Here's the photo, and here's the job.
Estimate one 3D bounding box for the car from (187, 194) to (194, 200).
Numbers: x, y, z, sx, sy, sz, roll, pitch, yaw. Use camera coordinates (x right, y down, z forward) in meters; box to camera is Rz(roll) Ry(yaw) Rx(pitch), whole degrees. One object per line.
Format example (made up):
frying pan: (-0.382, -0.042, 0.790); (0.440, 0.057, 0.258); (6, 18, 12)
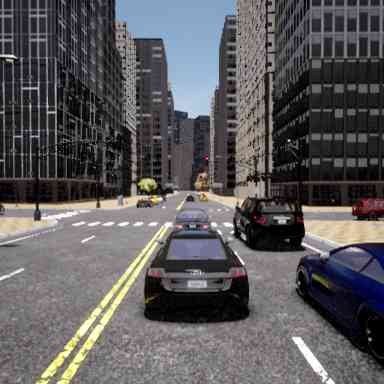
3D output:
car: (-0.420, 1.423, 89.462); (1.882, 1.535, 5.008); (0, 0, 0)

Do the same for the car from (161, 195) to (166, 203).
car: (-6.842, 1.496, 66.545); (1.812, 1.442, 4.674); (0, 0, 0)

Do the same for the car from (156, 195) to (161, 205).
car: (-6.851, 1.456, 57.096); (1.882, 1.535, 5.008); (0, 0, 0)

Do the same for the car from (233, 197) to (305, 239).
car: (3.304, 1.219, 15.224); (2.150, 2.045, 5.566); (0, 0, -2)

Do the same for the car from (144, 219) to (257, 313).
car: (0.065, 1.563, 7.772); (1.994, 1.385, 4.181); (0, 0, -1)

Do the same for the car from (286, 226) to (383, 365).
car: (3.333, 1.564, 5.803); (1.994, 1.385, 4.181); (0, 0, -1)

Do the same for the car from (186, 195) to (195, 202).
car: (-0.346, 1.463, 74.068); (1.837, 1.490, 4.892); (0, 0, 0)

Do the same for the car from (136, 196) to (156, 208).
car: (-6.816, 1.549, 48.168); (1.994, 1.385, 4.181); (0, 0, 0)

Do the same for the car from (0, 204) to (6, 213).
car: (-19.948, 1.358, 30.927); (4.892, 1.490, 1.837); (1, 1, 1)

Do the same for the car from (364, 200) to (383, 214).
car: (21.640, 1.657, 36.226); (4.829, 1.417, 1.752); (1, 0, 1)

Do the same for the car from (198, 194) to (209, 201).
car: (2.881, 1.428, 78.641); (1.882, 1.535, 5.008); (0, 0, 0)

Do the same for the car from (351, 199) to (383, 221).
car: (16.071, 1.531, 27.913); (5.009, 1.841, 2.192); (1, 0, 1)

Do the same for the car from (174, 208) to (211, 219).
car: (0.020, 1.545, 16.994); (2.033, 1.411, 5.357); (0, 0, 0)

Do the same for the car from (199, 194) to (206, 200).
car: (2.832, 1.278, 89.059); (1.837, 1.490, 4.892); (0, 0, 0)
